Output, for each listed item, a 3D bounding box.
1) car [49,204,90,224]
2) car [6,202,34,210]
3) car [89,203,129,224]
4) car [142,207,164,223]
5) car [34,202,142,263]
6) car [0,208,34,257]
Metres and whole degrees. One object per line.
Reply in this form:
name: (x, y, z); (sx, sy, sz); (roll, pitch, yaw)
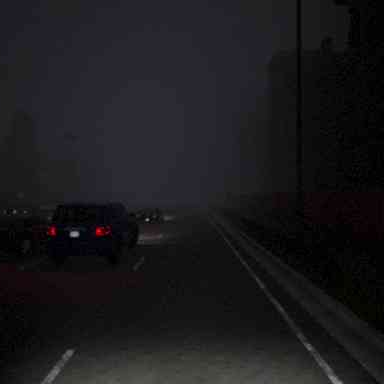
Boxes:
car: (-10.492, 1.842, 28.943); (1.812, 1.442, 4.674); (0, 0, 1)
car: (-13.995, 1.662, 28.471); (2.097, 1.767, 4.553); (0, -1, 0)
car: (-6.996, 1.805, 28.553); (2.128, 1.511, 4.902); (0, 0, 0)
car: (-3.499, 1.911, 28.298); (1.895, 1.301, 4.718); (0, -1, 0)
car: (-3.498, 1.364, 12.616); (2.150, 2.045, 5.566); (0, 0, 0)
car: (-6.987, 1.656, 13.569); (1.837, 1.490, 4.892); (0, 0, 0)
